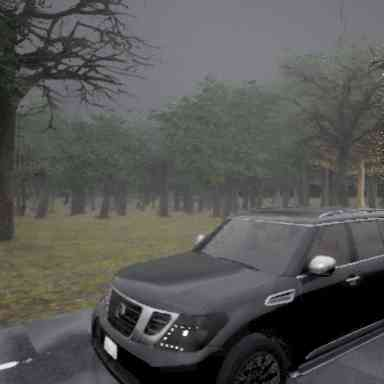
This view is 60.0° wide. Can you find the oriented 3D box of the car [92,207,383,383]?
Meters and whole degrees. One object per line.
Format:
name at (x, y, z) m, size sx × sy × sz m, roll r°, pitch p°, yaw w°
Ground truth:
car at (1.447, 1.269, 4.959) m, size 5.566 × 2.045 × 2.150 m, roll 1°, pitch -1°, yaw -35°
